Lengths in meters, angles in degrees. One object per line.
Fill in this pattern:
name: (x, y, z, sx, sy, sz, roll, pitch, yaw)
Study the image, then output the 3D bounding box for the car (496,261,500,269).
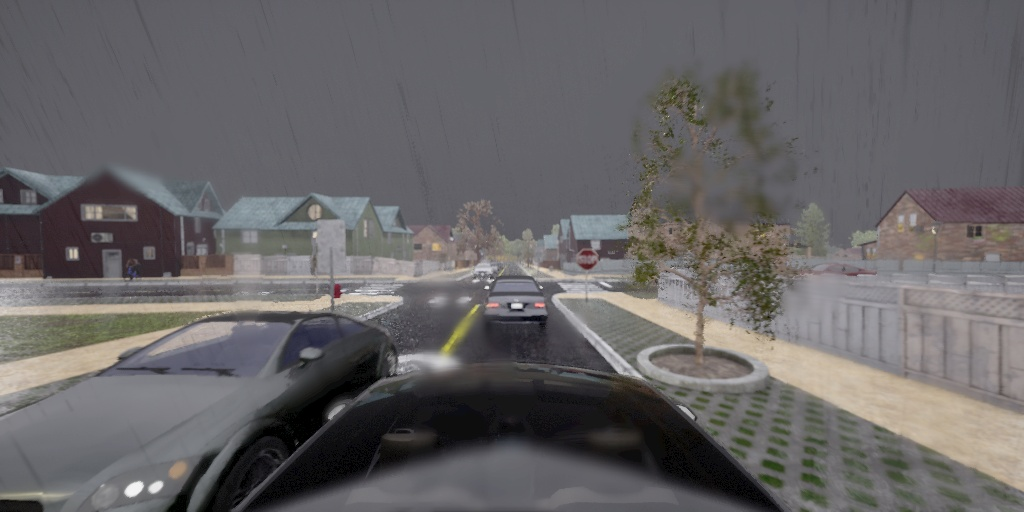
car: (-2.857, 1.563, 45.671, 1.895, 1.301, 4.718, 0, 0, 0)

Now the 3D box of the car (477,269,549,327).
car: (0.071, 1.332, 11.694, 2.033, 1.411, 5.357, 0, 0, -1)

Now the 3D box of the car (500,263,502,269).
car: (-2.857, 1.578, 55.433, 2.033, 1.411, 5.357, 0, 0, 0)

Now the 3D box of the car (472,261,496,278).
car: (-2.819, 1.425, 35.762, 1.812, 1.442, 4.674, 0, 0, -2)

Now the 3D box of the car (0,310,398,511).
car: (-2.750, 1.320, 3.802, 1.994, 1.385, 4.181, 0, 0, 1)

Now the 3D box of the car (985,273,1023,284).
car: (33.541, 1.489, 22.714, 4.718, 1.301, 1.895, 1, 3, 12)

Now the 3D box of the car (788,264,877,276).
car: (21.780, 1.282, 24.514, 5.008, 1.535, 1.882, 0, 3, 6)

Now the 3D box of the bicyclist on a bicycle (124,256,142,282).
bicyclist on a bicycle: (-24.889, 0.848, 23.554, 0.582, 1.620, 1.656, 0, 3, -16)

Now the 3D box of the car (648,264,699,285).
car: (11.668, 1.298, 25.182, 4.674, 1.442, 1.812, 0, 3, 2)
